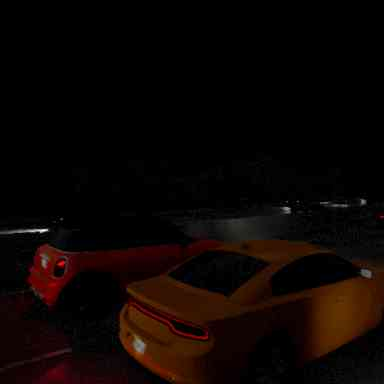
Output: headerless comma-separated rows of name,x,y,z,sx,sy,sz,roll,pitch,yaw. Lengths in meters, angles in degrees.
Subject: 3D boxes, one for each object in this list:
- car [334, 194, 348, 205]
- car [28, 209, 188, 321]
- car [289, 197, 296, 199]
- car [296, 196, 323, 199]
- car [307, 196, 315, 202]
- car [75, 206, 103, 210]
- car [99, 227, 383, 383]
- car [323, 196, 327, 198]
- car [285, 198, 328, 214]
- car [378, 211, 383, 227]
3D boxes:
car,29.036,1.398,64.774,2.150,2.045,5.566,0,0,23
car,-1.111,1.369,7.588,4.553,1.767,2.097,0,0,-38
car,16.152,1.533,52.685,2.097,1.767,4.553,0,0,24
car,15.171,1.599,42.854,1.882,1.535,5.008,0,-1,29
car,32.136,1.788,89.915,1.837,1.490,4.892,0,0,23
car,-6.745,1.630,21.261,4.181,1.385,1.994,0,0,-42
car,1.390,1.485,5.077,5.008,1.535,1.882,0,0,-38
car,31.617,1.765,79.763,1.812,1.442,4.674,0,0,23
car,10.135,1.557,28.926,2.128,1.511,4.902,0,0,38
car,13.464,1.571,21.522,2.033,1.411,5.357,0,0,40
